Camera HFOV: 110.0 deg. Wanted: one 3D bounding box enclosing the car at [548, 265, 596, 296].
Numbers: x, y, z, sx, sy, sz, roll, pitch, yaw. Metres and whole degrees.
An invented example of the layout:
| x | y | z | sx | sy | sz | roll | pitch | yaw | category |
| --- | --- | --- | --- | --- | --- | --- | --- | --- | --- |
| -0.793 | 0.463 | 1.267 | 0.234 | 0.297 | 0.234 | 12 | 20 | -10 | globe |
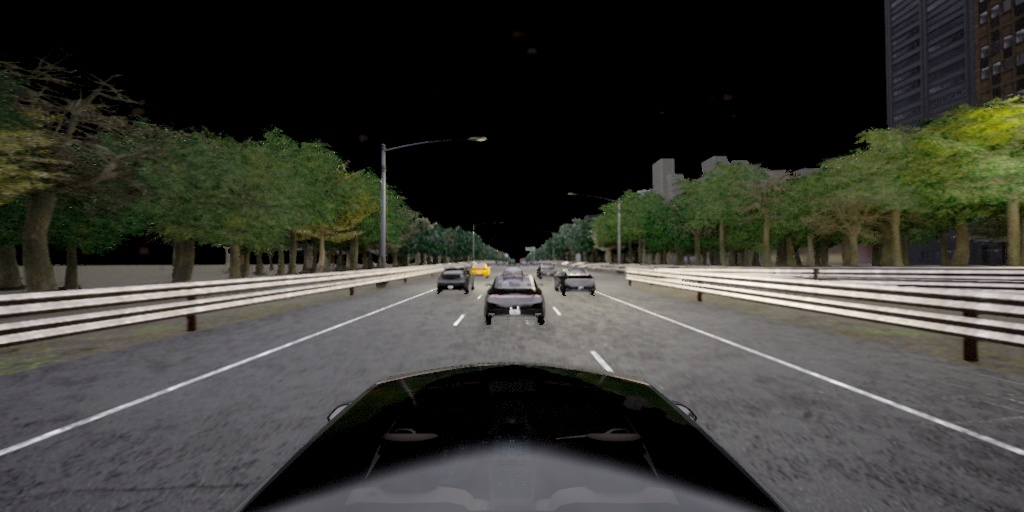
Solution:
| x | y | z | sx | sy | sz | roll | pitch | yaw | category |
| --- | --- | --- | --- | --- | --- | --- | --- | --- | --- |
| 3.598 | 1.470 | 21.152 | 2.128 | 1.511 | 4.902 | 0 | 0 | 0 | car |

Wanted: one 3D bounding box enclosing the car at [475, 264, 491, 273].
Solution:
| x | y | z | sx | sy | sz | roll | pitch | yaw | category |
| --- | --- | --- | --- | --- | --- | --- | --- | --- | --- |
| -3.402 | 1.589 | 39.330 | 1.882 | 1.535 | 5.008 | 0 | 0 | 0 | car |

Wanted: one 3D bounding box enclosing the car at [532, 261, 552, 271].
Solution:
| x | y | z | sx | sy | sz | roll | pitch | yaw | category |
| --- | --- | --- | --- | --- | --- | --- | --- | --- | --- |
| 3.598 | 1.592 | 37.802 | 2.128 | 1.511 | 4.902 | 0 | 0 | 0 | car |

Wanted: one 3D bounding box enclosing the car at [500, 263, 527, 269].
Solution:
| x | y | z | sx | sy | sz | roll | pitch | yaw | category |
| --- | --- | --- | --- | --- | --- | --- | --- | --- | --- |
| 0.100 | 1.612 | 32.314 | 2.033 | 1.411 | 5.357 | 0 | 0 | 0 | car |

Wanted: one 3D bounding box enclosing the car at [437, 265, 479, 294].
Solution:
| x | y | z | sx | sy | sz | roll | pitch | yaw | category |
| --- | --- | --- | --- | --- | --- | --- | --- | --- | --- |
| -3.402 | 1.494 | 22.328 | 1.837 | 1.490 | 4.892 | 0 | 0 | 0 | car |

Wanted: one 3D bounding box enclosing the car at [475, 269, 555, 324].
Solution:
| x | y | z | sx | sy | sz | roll | pitch | yaw | category |
| --- | --- | --- | --- | --- | --- | --- | --- | --- | --- |
| 0.088 | 1.379 | 12.520 | 2.128 | 1.511 | 4.902 | 0 | 0 | 0 | car |
